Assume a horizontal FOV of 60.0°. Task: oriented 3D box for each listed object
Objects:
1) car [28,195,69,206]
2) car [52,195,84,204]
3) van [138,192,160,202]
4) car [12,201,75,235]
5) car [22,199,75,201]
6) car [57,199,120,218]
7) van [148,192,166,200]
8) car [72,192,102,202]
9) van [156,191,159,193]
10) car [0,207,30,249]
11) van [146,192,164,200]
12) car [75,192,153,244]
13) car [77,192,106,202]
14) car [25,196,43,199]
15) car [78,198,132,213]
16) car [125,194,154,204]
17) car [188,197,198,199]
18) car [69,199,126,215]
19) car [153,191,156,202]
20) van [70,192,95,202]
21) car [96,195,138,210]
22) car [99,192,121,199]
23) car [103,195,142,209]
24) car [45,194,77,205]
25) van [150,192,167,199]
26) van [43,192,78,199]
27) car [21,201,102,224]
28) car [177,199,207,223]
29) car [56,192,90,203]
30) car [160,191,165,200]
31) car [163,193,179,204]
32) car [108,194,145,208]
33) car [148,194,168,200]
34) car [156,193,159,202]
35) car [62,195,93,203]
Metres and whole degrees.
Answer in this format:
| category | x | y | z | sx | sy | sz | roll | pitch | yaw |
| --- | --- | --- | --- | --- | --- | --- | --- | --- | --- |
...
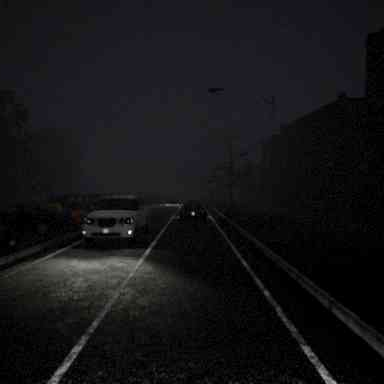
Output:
| category | x | y | z | sx | sy | sz | roll | pitch | yaw |
| --- | --- | --- | --- | --- | --- | --- | --- | --- | --- |
| car | -21.828 | 1.328 | 50.763 | 5.366 | 1.575 | 1.946 | 0 | 0 | 0 |
| car | -21.998 | 1.347 | 59.090 | 4.792 | 1.488 | 2.163 | 0 | 0 | 0 |
| van | -9.083 | 1.072 | 70.803 | 4.442 | 1.987 | 1.878 | 0 | 0 | 0 |
| car | -8.874 | 1.389 | 17.546 | 5.008 | 1.535 | 2.097 | 0 | 0 | 0 |
| car | -9.069 | 1.381 | 20.346 | 5.366 | 1.575 | 1.946 | 0 | 0 | 0 |
| car | -8.868 | 1.399 | 28.756 | 4.792 | 1.488 | 2.163 | 0 | 0 | 0 |
| van | -8.873 | 0.991 | 84.825 | 4.442 | 1.987 | 1.878 | 0 | 1 | 0 |
| car | -22.074 | 1.047 | 70.192 | 5.566 | 2.045 | 2.435 | 0 | 0 | 0 |
| van | -9.069 | 1.087 | 62.395 | 4.442 | 1.987 | 1.878 | 0 | 0 | 0 |
| car | -8.841 | 1.438 | 11.938 | 4.792 | 1.488 | 2.163 | 0 | 0 | 0 |
| van | -9.101 | 1.013 | 82.023 | 4.442 | 1.987 | 1.878 | 0 | 0 | 0 |
| car | -3.354 | 1.149 | 15.689 | 2.150 | 2.045 | 5.566 | 0 | 0 | 0 |
| car | -22.021 | 1.037 | 72.969 | 5.566 | 2.045 | 2.435 | 0 | 0 | 0 |
| car | -22.015 | 1.337 | 47.986 | 4.892 | 1.521 | 2.231 | 0 | 0 | 0 |
| car | -8.901 | 1.360 | 34.362 | 5.008 | 1.535 | 2.097 | 0 | 0 | 0 |
| car | -8.975 | 1.196 | 56.788 | 4.553 | 1.767 | 2.185 | 0 | 0 | 0 |
| car | 0.091 | 1.399 | 41.974 | 1.812 | 1.442 | 4.674 | 0 | 0 | 0 |
| car | -8.873 | 1.394 | 31.559 | 4.792 | 1.488 | 2.163 | 0 | 0 | 0 |
| car | -8.906 | 1.080 | 51.182 | 5.566 | 2.045 | 2.435 | 0 | 0 | 0 |
| van | -22.157 | 1.077 | 67.415 | 4.442 | 1.987 | 1.878 | 0 | 0 | 0 |
| car | -8.947 | 1.225 | 39.969 | 4.553 | 1.767 | 2.185 | 0 | 0 | 0 |
| car | -22.048 | 0.920 | 89.626 | 5.566 | 2.045 | 2.435 | 0 | 1 | 0 |
| car | -8.889 | 1.220 | 42.772 | 4.553 | 1.767 | 2.185 | 0 | 0 | 0 |
| car | -22.053 | 1.196 | 56.312 | 4.553 | 1.767 | 2.185 | 0 | 0 | 0 |
| van | -9.115 | 0.938 | 90.435 | 4.442 | 1.987 | 1.878 | 0 | 1 | 0 |
| van | -8.776 | 1.148 | 25.952 | 4.442 | 1.987 | 1.878 | 0 | 0 | 0 |
| car | -8.918 | 1.408 | 23.149 | 4.792 | 1.488 | 2.163 | 0 | 0 | 0 |
| car | 0.091 | 1.469 | 24.943 | 1.994 | 1.385 | 4.181 | 0 | 0 | 0 |
| car | -22.060 | 1.061 | 61.865 | 5.566 | 2.045 | 2.435 | 0 | 0 | 0 |
| car | -8.934 | 1.052 | 68.002 | 5.566 | 2.045 | 2.435 | 0 | 0 | 0 |
| car | -3.320 | 1.403 | 57.494 | 1.994 | 1.385 | 4.181 | 0 | 0 | 1 |
| car | -8.894 | 1.215 | 45.575 | 4.553 | 1.767 | 2.185 | 0 | 0 | 0 |
| car | -8.989 | 1.191 | 87.634 | 5.008 | 1.535 | 2.097 | 0 | 1 | 0 |
| car | -8.942 | 1.318 | 59.592 | 4.892 | 1.521 | 2.231 | 0 | 0 | 0 |
| car | -22.222 | 1.305 | 64.641 | 5.366 | 1.575 | 1.946 | 0 | 0 | 0 |
